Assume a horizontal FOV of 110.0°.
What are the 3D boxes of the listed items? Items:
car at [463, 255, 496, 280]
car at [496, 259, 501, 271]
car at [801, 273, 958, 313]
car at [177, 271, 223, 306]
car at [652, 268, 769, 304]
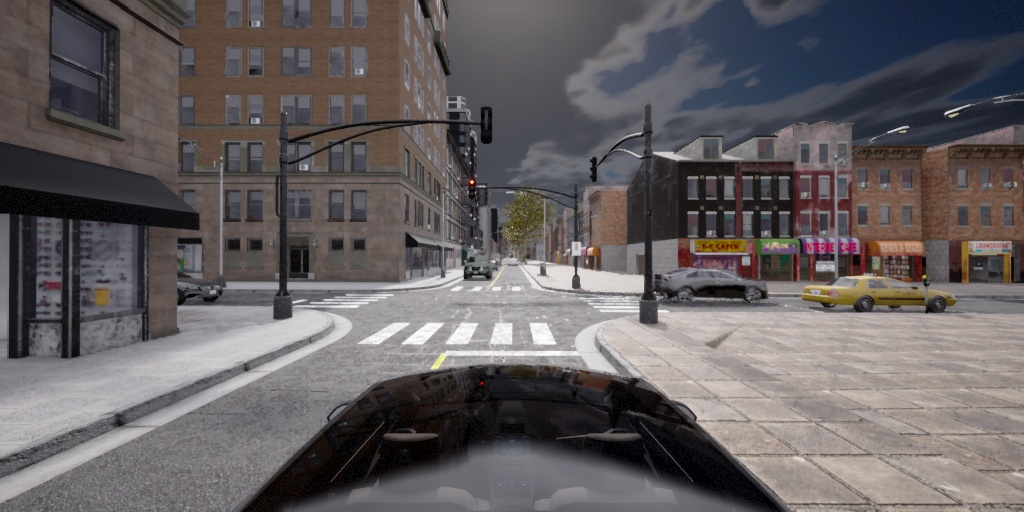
[{"bbox_3d":[-2.855,0.955,31.033,2.150,2.045,5.566,0,0,0],"label":"car"},{"bbox_3d":[-2.856,1.291,47.770,1.994,1.385,4.181,0,0,0],"label":"car"},{"bbox_3d":[13.881,1.346,13.655,4.829,1.417,1.751,0,0,0],"label":"car"},{"bbox_3d":[-14.412,1.195,14.481,4.674,1.442,1.812,0,0,0],"label":"car"},{"bbox_3d":[8.808,1.295,16.174,4.902,1.511,2.128,0,0,1],"label":"car"}]
